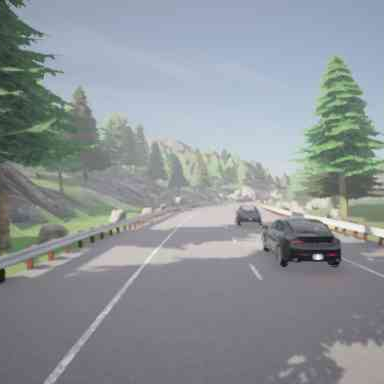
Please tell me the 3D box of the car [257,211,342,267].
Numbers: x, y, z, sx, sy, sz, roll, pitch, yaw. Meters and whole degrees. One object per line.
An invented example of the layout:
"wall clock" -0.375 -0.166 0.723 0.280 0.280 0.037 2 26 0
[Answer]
"car" 3.779 1.664 12.123 1.837 1.490 4.892 0 0 2

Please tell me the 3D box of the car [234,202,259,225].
"car" 4.469 1.837 26.903 2.128 1.511 4.902 0 -1 4
